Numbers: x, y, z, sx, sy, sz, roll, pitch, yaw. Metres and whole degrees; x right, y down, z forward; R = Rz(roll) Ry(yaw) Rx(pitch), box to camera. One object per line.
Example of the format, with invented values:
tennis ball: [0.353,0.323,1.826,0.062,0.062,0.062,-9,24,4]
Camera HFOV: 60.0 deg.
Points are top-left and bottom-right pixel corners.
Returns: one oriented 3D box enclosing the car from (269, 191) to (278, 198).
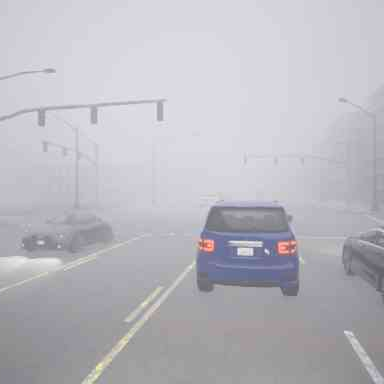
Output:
car: [20.757,0.552,84.975,2.097,1.767,4.553,0,1,11]

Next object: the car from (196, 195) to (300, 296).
car: [1.517,1.221,8.930,2.150,2.045,5.566,0,0,11]

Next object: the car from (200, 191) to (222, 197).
car: [2.515,1.079,47.481,2.150,2.045,5.566,0,1,11]

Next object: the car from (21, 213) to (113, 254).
car: [-4.863,1.564,13.520,1.994,1.385,4.181,0,0,12]

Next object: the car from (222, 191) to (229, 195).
car: [4.547,0.926,57.667,2.150,2.045,5.566,0,1,11]

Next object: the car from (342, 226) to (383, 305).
car: [4.784,1.492,7.407,2.128,1.511,4.902,0,0,11]

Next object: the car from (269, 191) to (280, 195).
car: [18.773,0.881,74.973,2.128,1.511,4.902,0,1,11]

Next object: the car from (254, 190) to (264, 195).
car: [15.302,0.904,75.471,1.994,1.385,4.181,0,1,11]
